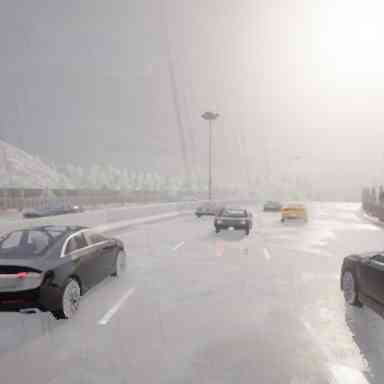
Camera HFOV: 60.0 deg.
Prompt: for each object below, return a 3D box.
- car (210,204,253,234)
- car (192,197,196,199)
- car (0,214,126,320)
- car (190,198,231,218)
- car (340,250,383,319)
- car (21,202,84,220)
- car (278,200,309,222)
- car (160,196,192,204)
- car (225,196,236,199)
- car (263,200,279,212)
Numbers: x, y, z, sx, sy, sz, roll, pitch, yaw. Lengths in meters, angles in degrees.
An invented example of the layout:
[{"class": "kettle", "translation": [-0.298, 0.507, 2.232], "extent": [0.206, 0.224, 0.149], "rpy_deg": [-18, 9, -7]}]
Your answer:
[{"class": "car", "translation": [2.549, 1.607, 19.482], "extent": [1.895, 1.301, 4.718], "rpy_deg": [0, 0, 13]}, {"class": "car", "translation": [-0.536, 1.511, 57.836], "extent": [1.812, 1.442, 4.674], "rpy_deg": [0, 0, 29]}, {"class": "car", "translation": [-2.896, 1.477, 7.325], "extent": [2.128, 1.511, 4.902], "rpy_deg": [0, 0, 5]}, {"class": "car", "translation": [1.825, 1.548, 29.630], "extent": [2.033, 1.411, 5.357], "rpy_deg": [0, 0, 19]}, {"class": "car", "translation": [3.919, 1.508, 5.066], "extent": [2.128, 1.511, 4.902], "rpy_deg": [0, 0, 4]}, {"class": "car", "translation": [-10.519, 1.495, 25.679], "extent": [2.033, 1.411, 5.357], "rpy_deg": [0, 0, 15]}, {"class": "car", "translation": [8.265, 1.507, 26.696], "extent": [1.882, 1.535, 5.008], "rpy_deg": [0, 0, 18]}, {"class": "car", "translation": [-2.312, 1.528, 38.674], "extent": [2.033, 1.411, 5.357], "rpy_deg": [0, 0, 24]}, {"class": "car", "translation": [7.324, 1.585, 65.034], "extent": [1.812, 1.442, 4.674], "rpy_deg": [0, 0, 28]}, {"class": "car", "translation": [9.827, 1.597, 39.446], "extent": [1.994, 1.385, 4.181], "rpy_deg": [0, 0, 26]}]
